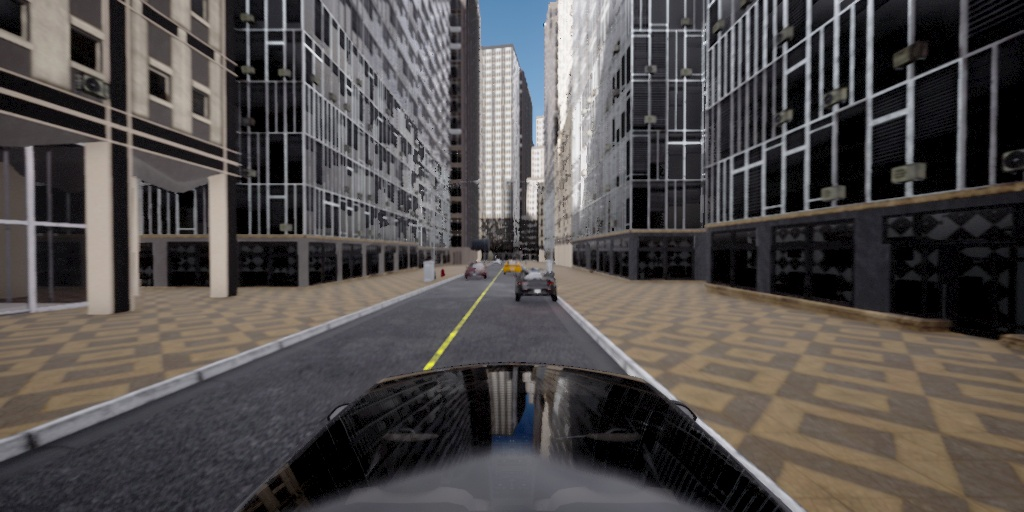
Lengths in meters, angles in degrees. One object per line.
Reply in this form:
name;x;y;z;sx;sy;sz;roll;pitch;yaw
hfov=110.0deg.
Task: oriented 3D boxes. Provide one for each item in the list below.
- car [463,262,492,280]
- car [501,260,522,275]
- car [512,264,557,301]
car;-3.087;1.270;31.869;1.812;1.442;4.674;0;0;0
car;0.055;1.225;39.890;1.882;1.535;5.008;0;0;1
car;1.055;1.271;17.026;1.812;1.442;4.674;0;0;0
